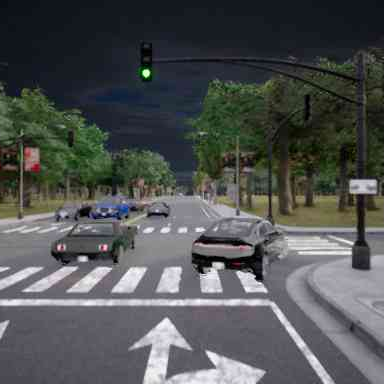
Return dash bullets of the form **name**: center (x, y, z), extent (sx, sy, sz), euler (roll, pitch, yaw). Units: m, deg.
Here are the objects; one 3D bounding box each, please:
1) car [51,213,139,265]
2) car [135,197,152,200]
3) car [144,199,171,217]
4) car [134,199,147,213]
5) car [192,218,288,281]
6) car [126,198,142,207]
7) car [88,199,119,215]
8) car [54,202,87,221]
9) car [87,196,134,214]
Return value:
- **car**: center (-3.153, 1.645, 11.848), extent (1.895, 1.301, 4.718), euler (0, 0, 0)
- **car**: center (-6.553, 1.538, 47.773), extent (2.097, 1.767, 4.553), euler (0, 0, 1)
- **car**: center (-3.157, 1.686, 32.224), extent (1.994, 1.385, 4.181), euler (0, 0, 0)
- **car**: center (-6.599, 1.744, 37.524), extent (1.895, 1.301, 4.718), euler (0, 0, 0)
- **car**: center (1.614, 1.528, 10.107), extent (2.128, 1.511, 4.902), euler (-1, 0, 24)
- **car**: center (-9.802, 1.787, 56.387), extent (1.994, 1.385, 4.181), euler (0, 0, 1)
- **car**: center (-9.850, 1.634, 37.485), extent (2.128, 1.511, 4.902), euler (0, 0, 0)
- **car**: center (-9.843, 1.597, 28.058), extent (2.128, 1.511, 4.902), euler (0, 0, 2)
- **car**: center (-6.600, 1.326, 27.717), extent (2.150, 2.045, 5.566), euler (0, 0, 0)
